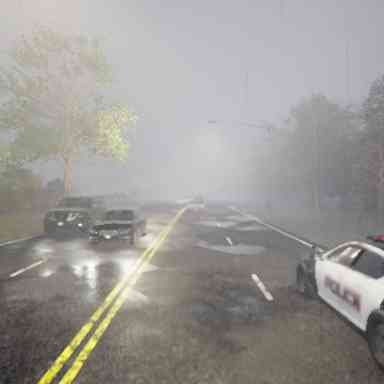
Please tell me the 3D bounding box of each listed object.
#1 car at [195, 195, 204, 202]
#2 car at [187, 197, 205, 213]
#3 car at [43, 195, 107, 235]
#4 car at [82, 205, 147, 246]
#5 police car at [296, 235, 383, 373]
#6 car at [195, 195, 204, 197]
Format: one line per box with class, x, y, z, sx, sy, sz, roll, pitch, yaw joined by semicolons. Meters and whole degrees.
car;1.677;1.363;73.628;1.812;1.442;4.674;0;0;3
car;0.466;1.560;36.559;1.895;1.301;4.718;0;0;1
car;-6.442;1.208;19.167;2.150;2.045;5.566;0;0;1
car;-3.242;1.495;15.391;1.837;1.490;4.892;0;0;1
police car;3.261;1.482;5.562;2.038;1.542;4.974;0;0;0
car;0.969;1.469;51.909;2.033;1.411;5.357;0;0;2
